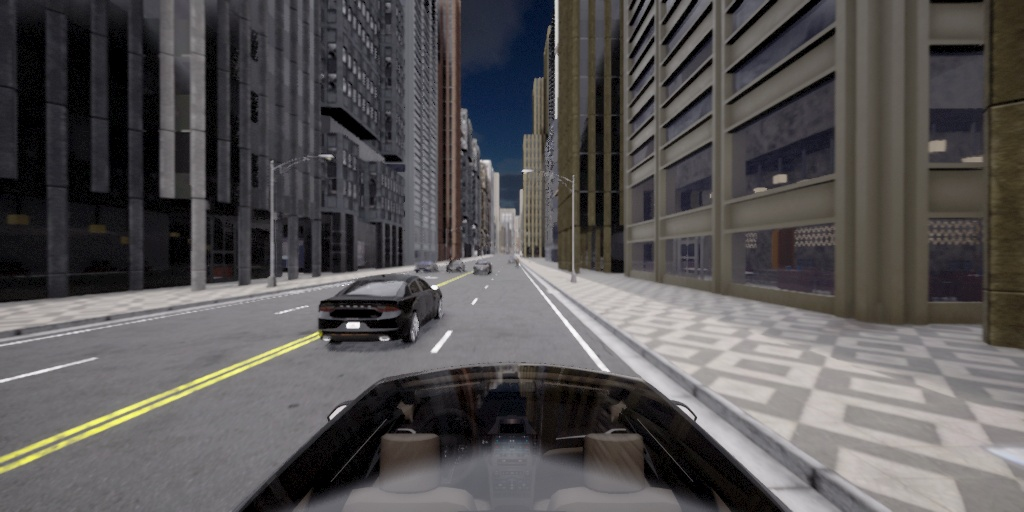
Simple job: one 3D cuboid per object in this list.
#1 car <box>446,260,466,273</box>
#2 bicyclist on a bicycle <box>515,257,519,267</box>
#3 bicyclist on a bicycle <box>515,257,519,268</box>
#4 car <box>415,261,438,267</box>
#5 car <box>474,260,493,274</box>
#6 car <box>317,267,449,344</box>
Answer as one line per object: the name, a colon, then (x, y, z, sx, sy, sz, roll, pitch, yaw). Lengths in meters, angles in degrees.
car: (-6.605, 1.203, 42.237, 1.837, 1.490, 4.892, 0, 1, 0)
bicyclist on a bicycle: (0.861, 1.012, 63.435, 0.659, 1.776, 1.843, 0, 0, 0)
bicyclist on a bicycle: (0.865, 1.126, 54.564, 0.582, 1.620, 1.656, 0, 0, 0)
car: (-9.859, 1.247, 41.731, 2.033, 1.411, 5.357, 0, 0, 0)
car: (-3.169, 1.195, 39.892, 2.128, 1.511, 4.902, 0, 0, 0)
car: (-3.154, 1.224, 9.591, 1.882, 1.535, 5.008, 0, 0, 0)
